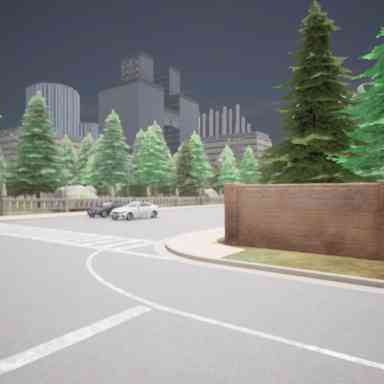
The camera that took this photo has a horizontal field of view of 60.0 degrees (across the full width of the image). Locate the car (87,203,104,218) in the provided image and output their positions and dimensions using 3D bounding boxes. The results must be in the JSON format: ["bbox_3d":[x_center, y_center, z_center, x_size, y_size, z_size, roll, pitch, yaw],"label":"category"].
[{"bbox_3d":[-7.213,1.519,30.010,1.812,1.442,4.674,0,0,35],"label":"car"}]

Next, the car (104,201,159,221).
[{"bbox_3d":[-4.632,1.520,27.599,1.812,1.442,4.674,0,0,35],"label":"car"}]
